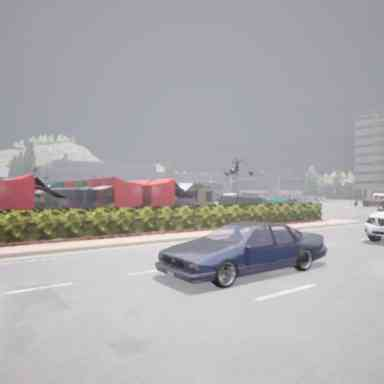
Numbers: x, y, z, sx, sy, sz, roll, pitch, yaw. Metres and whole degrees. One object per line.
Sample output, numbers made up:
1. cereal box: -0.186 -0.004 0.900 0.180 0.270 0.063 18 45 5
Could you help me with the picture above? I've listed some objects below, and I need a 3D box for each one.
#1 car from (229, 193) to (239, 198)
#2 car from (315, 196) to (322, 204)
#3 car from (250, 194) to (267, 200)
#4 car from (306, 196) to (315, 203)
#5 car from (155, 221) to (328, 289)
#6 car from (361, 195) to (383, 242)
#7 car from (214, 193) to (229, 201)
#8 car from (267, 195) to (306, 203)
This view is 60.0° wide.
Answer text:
1. car: 9.067 1.406 85.504 1.932 1.855 4.605 0 0 -35
2. car: 18.442 1.613 52.360 1.970 1.475 3.806 0 0 -35
3. car: 14.487 1.631 68.034 1.970 1.475 3.806 0 0 -35
4. car: 16.072 1.571 50.697 1.784 1.438 3.905 0 0 -35
5. car: 1.658 1.571 9.467 5.357 1.411 2.033 0 0 -35
6. car: 10.426 1.286 15.689 5.566 2.045 2.150 0 0 -36
7. car: 6.667 1.398 83.886 1.905 1.878 3.866 0 0 -35
8. car: 13.905 1.350 49.115 1.932 1.855 4.605 0 0 -35
